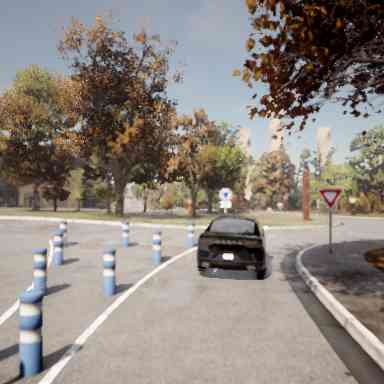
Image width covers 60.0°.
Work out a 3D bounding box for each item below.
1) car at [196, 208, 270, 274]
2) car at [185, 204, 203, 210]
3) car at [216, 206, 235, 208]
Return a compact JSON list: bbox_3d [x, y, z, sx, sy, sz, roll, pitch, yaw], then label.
[{"bbox_3d":[1.436,1.500,10.779,1.882,1.535,5.008,2,0,12],"label":"car"},{"bbox_3d":[0.403,3.688,82.985,1.882,1.535,5.008,0,-4,-16],"label":"car"},{"bbox_3d":[6.917,3.329,69.122,4.181,1.385,1.994,0,0,25],"label":"car"}]
